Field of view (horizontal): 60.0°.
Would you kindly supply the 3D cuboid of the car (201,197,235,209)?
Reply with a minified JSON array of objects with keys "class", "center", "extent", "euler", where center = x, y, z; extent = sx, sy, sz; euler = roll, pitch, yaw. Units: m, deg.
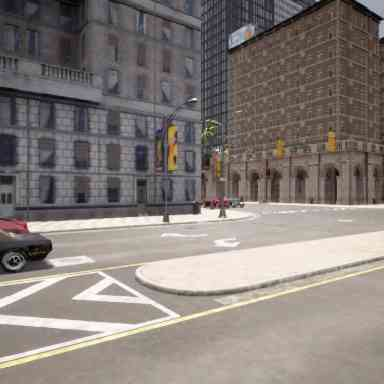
[{"class":"car","center":[3.234,1.478,46.396],"extent":[1.882,1.535,5.008],"euler":[0,0,-35]}]

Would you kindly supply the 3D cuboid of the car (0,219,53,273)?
[{"class":"car","center":[-6.535,1.601,9.182],"extent":[4.718,1.301,1.895],"euler":[0,0,-35]}]

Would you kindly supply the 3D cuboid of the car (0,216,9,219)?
[{"class":"car","center":[-8.480,1.526,12.087],"extent":[4.674,1.442,1.812],"euler":[0,0,-35]}]

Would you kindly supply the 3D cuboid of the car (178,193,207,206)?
[{"class":"car","center":[0.024,1.221,57.127],"extent":[2.150,2.045,5.566],"euler":[0,0,-34]}]

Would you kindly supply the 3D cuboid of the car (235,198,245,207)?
[{"class":"car","center":[5.663,1.492,49.027],"extent":[2.128,1.511,4.902],"euler":[0,0,-35]}]
